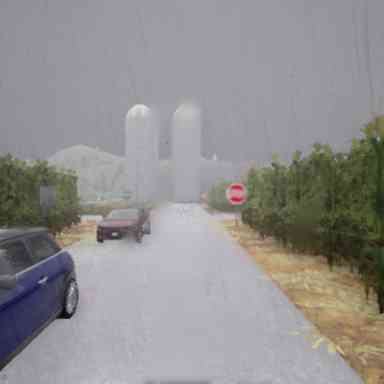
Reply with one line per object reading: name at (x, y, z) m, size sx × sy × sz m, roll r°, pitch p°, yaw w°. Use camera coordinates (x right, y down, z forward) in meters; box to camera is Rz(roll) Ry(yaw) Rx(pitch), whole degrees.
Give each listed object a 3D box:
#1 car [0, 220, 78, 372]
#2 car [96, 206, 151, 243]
car at (-3.195, 1.366, 4.389) m, size 2.097 × 1.767 × 4.553 m, roll 0°, pitch 0°, yaw 0°
car at (-3.172, 1.477, 16.245) m, size 1.882 × 1.535 × 5.008 m, roll 0°, pitch 0°, yaw 1°
